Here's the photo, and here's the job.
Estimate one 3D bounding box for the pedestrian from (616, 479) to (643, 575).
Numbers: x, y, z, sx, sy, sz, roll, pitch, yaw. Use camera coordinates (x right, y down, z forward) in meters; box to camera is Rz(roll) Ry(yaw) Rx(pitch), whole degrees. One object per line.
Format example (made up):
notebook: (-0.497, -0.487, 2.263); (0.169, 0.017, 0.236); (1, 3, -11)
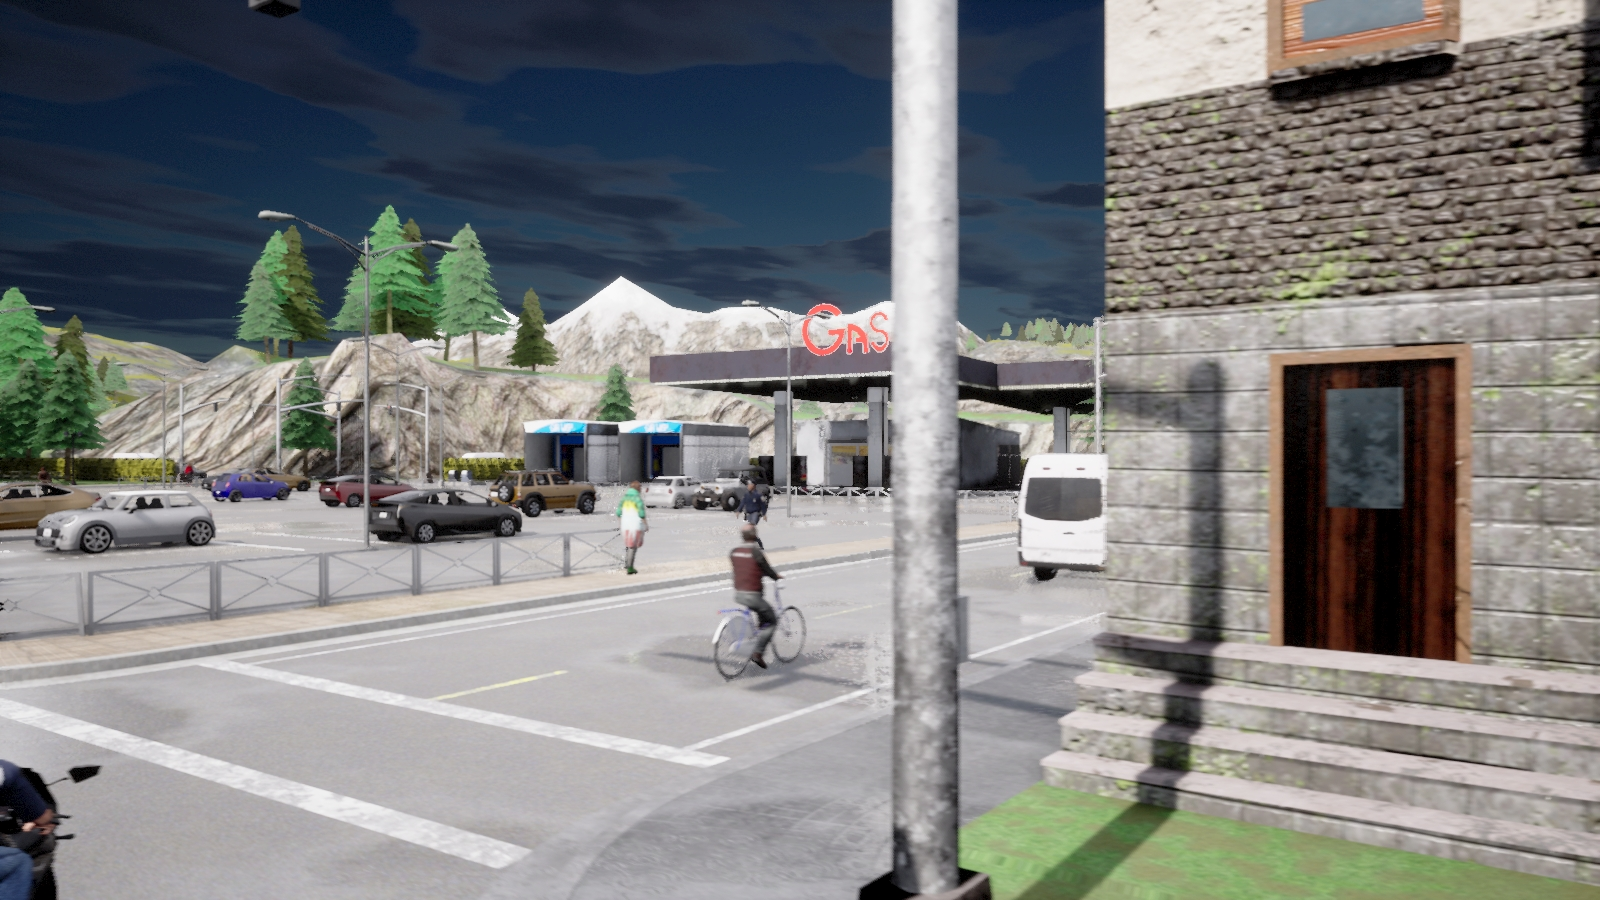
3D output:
pedestrian: (-3.372, 1.502, 22.566); (0.375, 1.860, 0.375); (0, 0, 34)

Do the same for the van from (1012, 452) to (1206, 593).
van: (6.647, 1.340, 23.979); (1.988, 2.561, 5.915); (0, 0, 36)

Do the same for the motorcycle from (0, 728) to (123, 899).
motorcycle: (-3.690, 2.062, 4.999); (0.803, 1.145, 2.033); (0, 0, -17)

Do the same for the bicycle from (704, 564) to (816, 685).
bicycle: (-0.441, 2.015, 13.491); (0.329, 1.171, 1.835); (0, 0, 33)

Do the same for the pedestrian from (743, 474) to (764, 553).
pedestrian: (-1.102, 1.503, 27.171); (0.375, 1.860, 0.375); (0, 0, 28)

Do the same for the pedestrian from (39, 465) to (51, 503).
pedestrian: (-36.857, 1.666, 55.789); (0.375, 1.860, 0.375); (0, 0, 28)
